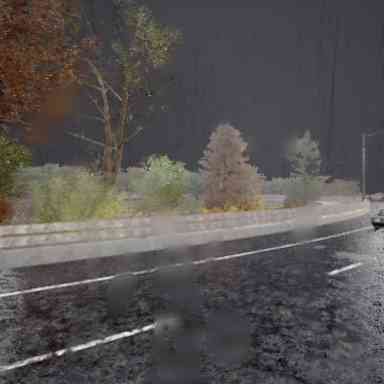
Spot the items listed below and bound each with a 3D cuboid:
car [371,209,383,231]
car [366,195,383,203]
[{"bbox_3d":[12.424,1.626,20.024,1.895,1.301,4.718,0,0,42],"label":"car"},{"bbox_3d":[37.872,1.436,69.267,2.128,1.511,4.902,0,0,10],"label":"car"}]
